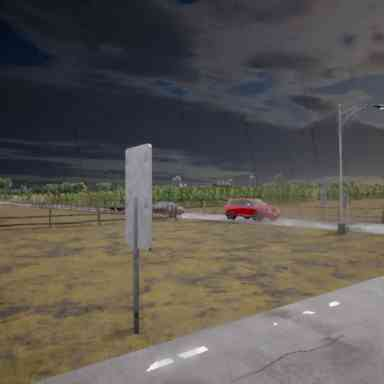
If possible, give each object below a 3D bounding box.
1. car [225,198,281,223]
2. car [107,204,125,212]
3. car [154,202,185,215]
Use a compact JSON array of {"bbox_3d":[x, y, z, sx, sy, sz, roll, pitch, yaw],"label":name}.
[{"bbox_3d":[5.319,1.591,30.010,2.150,2.045,5.566,0,-1,-36],"label":"car"},{"bbox_3d":[-12.246,2.555,54.529,1.895,1.301,4.718,0,-1,-36],"label":"car"},{"bbox_3d":[-2.844,1.987,41.342,2.097,1.767,4.553,0,-1,-36],"label":"car"}]
